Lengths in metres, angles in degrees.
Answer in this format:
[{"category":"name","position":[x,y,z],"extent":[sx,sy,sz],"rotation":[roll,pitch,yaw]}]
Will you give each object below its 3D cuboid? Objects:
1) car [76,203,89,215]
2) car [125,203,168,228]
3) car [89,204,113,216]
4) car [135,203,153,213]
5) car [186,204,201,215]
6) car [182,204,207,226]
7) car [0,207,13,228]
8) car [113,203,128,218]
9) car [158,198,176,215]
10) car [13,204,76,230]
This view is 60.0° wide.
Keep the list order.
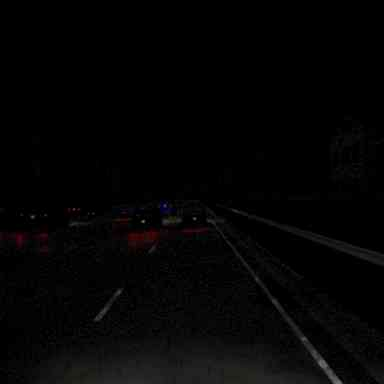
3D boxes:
[{"category":"car","position":[-13.789,2.130,41.509],"extent":[2.033,1.411,5.357],"rotation":[0,-1,1]},{"category":"car","position":[-3.305,1.849,25.080],"extent":[2.128,1.511,4.902],"rotation":[0,-1,0]},{"category":"car","position":[-10.303,2.119,40.441],"extent":[2.033,1.411,5.357],"rotation":[0,-1,1]},{"category":"car","position":[-6.803,2.244,47.733],"extent":[1.994,1.385,4.181],"rotation":[0,-1,0]},{"category":"car","position":[0.241,2.242,44.488],"extent":[1.895,1.301,4.718],"rotation":[0,-1,1]},{"category":"car","position":[0.203,1.869,27.079],"extent":[1.882,1.535,5.008],"rotation":[0,-1,0]},{"category":"car","position":[-13.806,1.871,24.952],"extent":[1.812,1.442,4.674],"rotation":[0,-1,0]},{"category":"car","position":[-6.859,1.993,36.277],"extent":[1.882,1.535,5.008],"rotation":[0,-1,0]},{"category":"car","position":[-3.270,1.841,43.102],"extent":[2.150,2.045,5.566],"rotation":[0,-1,1]},{"category":"car","position":[-10.308,1.682,23.663],"extent":[2.097,1.767,4.553],"rotation":[0,-1,0]}]
